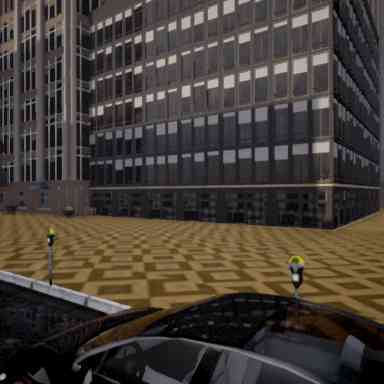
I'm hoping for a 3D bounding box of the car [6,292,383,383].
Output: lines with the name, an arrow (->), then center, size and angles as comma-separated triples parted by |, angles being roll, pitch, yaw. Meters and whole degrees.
car -> 0.244, 1.564, 2.705 | 4.313, 1.339, 1.947 | 0, 0, 35
